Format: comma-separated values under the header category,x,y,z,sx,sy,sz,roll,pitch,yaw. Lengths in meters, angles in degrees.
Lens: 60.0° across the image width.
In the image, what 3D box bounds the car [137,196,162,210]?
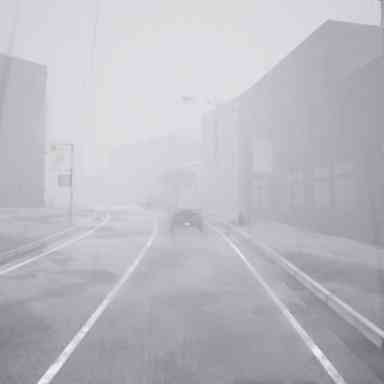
category,x,y,z,sx,sy,sz,roll,pitch,yaw
car,-4.784,1.175,37.444,1.837,1.490,4.892,2,1,-23

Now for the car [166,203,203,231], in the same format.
category,x,y,z,sx,sy,sz,roll,pitch,yaw
car,-0.451,1.425,20.007,1.837,1.490,4.892,1,0,-5
